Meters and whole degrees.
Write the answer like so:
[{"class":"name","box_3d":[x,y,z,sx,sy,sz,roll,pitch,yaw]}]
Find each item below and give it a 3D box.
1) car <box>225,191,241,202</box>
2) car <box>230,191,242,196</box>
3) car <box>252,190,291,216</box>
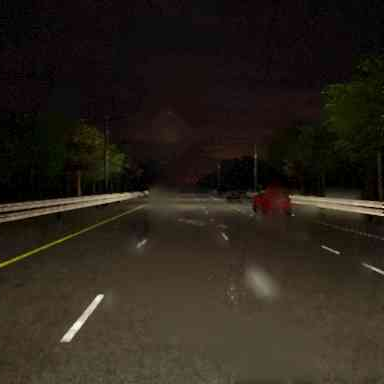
[{"class":"car","box_3d":[6.244,0.865,51.521,1.837,1.490,4.892,0,0,-1]},{"class":"car","box_3d":[12.131,0.380,91.692,1.895,1.301,4.718,1,1,24]},{"class":"car","box_3d":[6.583,0.872,27.856,2.150,2.045,5.566,0,1,-1]}]
